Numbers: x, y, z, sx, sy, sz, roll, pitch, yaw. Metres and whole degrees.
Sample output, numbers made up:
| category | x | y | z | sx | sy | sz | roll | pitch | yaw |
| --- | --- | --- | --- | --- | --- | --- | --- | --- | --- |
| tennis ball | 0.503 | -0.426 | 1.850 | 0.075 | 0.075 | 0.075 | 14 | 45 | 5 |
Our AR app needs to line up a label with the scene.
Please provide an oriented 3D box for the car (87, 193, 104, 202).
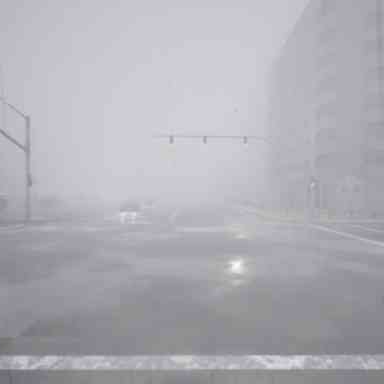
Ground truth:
| category | x | y | z | sx | sy | sz | roll | pitch | yaw |
| --- | --- | --- | --- | --- | --- | --- | --- | --- | --- |
| car | -21.010 | 1.182 | 73.645 | 1.932 | 1.855 | 4.605 | 0 | 0 | 0 |

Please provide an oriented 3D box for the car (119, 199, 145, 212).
| category | x | y | z | sx | sy | sz | roll | pitch | yaw |
| --- | --- | --- | --- | --- | --- | --- | --- | --- | --- |
| car | -7.068 | 1.578 | 38.389 | 1.994 | 1.385 | 4.181 | 0 | 0 | 0 |

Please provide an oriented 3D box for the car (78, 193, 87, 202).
| category | x | y | z | sx | sy | sz | roll | pitch | yaw |
| --- | --- | --- | --- | --- | --- | --- | --- | --- | --- |
| car | -23.904 | 1.186 | 73.711 | 1.905 | 1.878 | 3.866 | 0 | 0 | 0 |

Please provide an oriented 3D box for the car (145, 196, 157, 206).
| category | x | y | z | sx | sy | sz | roll | pitch | yaw |
| --- | --- | --- | --- | --- | --- | --- | --- | --- | --- |
| car | -7.009 | 1.527 | 56.659 | 1.837 | 1.490 | 4.892 | 0 | 0 | 1 |

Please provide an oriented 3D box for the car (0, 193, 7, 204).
| category | x | y | z | sx | sy | sz | roll | pitch | yaw |
| --- | --- | --- | --- | --- | --- | --- | --- | --- | --- |
| car | -43.527 | 1.189 | 73.754 | 1.905 | 1.878 | 3.866 | 0 | 0 | 0 |

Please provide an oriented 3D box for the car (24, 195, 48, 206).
| category | x | y | z | sx | sy | sz | roll | pitch | yaw |
| --- | --- | --- | --- | --- | --- | --- | --- | --- | --- |
| car | -26.680 | 1.419 | 56.255 | 1.970 | 1.475 | 3.806 | 0 | 0 | 0 |
